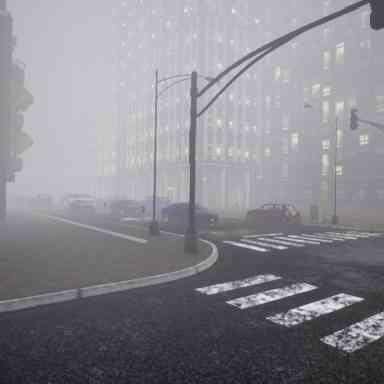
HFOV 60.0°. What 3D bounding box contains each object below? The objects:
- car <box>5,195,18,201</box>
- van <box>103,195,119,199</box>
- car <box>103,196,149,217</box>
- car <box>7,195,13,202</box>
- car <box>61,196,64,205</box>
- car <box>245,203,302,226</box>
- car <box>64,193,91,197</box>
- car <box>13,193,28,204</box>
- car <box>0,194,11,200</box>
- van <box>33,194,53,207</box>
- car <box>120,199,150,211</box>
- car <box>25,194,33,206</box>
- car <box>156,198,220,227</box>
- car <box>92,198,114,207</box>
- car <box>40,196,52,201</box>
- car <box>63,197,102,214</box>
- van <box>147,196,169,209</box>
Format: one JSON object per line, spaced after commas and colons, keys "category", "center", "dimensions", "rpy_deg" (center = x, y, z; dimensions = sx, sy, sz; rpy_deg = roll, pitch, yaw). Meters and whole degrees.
{"category": "car", "center": [-40.332, 1.377, 74.341], "dimensions": [2.008, 1.369, 4.403], "rpy_deg": [1, -1, -35]}
{"category": "van", "center": [-10.609, 1.368, 46.951], "dimensions": [1.690, 1.788, 3.998], "rpy_deg": [1, -1, -35]}
{"category": "car", "center": [-6.180, 1.438, 30.706], "dimensions": [1.837, 1.490, 4.892], "rpy_deg": [1, -1, -35]}
{"category": "car", "center": [-37.063, 1.396, 69.735], "dimensions": [1.947, 1.339, 4.313], "rpy_deg": [1, -1, -35]}
{"category": "car", "center": [-20.524, 1.181, 56.276], "dimensions": [2.150, 2.045, 5.566], "rpy_deg": [1, -1, -35]}
{"category": "car", "center": [5.738, 1.505, 23.920], "dimensions": [1.967, 1.590, 4.097], "rpy_deg": [1, -1, -35]}
{"category": "car", "center": [-13.689, 1.138, 41.327], "dimensions": [2.150, 2.045, 5.566], "rpy_deg": [1, -1, -35]}
{"category": "car", "center": [-30.520, 1.155, 60.525], "dimensions": [2.192, 1.841, 5.009], "rpy_deg": [1, -1, -35]}
{"category": "car", "center": [-46.776, 1.365, 83.417], "dimensions": [1.752, 1.417, 4.829], "rpy_deg": [1, -1, -35]}
{"category": "van", "center": [-20.711, 1.197, 46.707], "dimensions": [1.690, 1.788, 3.998], "rpy_deg": [1, -1, -35]}
{"category": "car", "center": [-7.343, 1.584, 42.343], "dimensions": [2.008, 1.369, 4.403], "rpy_deg": [1, -1, -35]}
{"category": "car", "center": [-23.985, 1.432, 51.310], "dimensions": [1.802, 1.307, 4.206], "rpy_deg": [1, -1, -35]}
{"category": "car", "center": [-0.205, 1.425, 22.285], "dimensions": [1.882, 1.535, 5.008], "rpy_deg": [1, -1, -36]}
{"category": "car", "center": [-13.883, 1.586, 51.554], "dimensions": [1.947, 1.339, 4.313], "rpy_deg": [1, -1, -35]}
{"category": "car", "center": [-36.771, 1.570, 83.796], "dimensions": [1.802, 1.307, 4.206], "rpy_deg": [1, -1, -35]}
{"category": "car", "center": [-10.906, 1.427, 32.887], "dimensions": [2.008, 1.369, 4.403], "rpy_deg": [1, -1, -35]}
{"category": "van", "center": [-4.070, 1.382, 37.739], "dimensions": [1.690, 1.788, 3.998], "rpy_deg": [1, -1, -35]}
